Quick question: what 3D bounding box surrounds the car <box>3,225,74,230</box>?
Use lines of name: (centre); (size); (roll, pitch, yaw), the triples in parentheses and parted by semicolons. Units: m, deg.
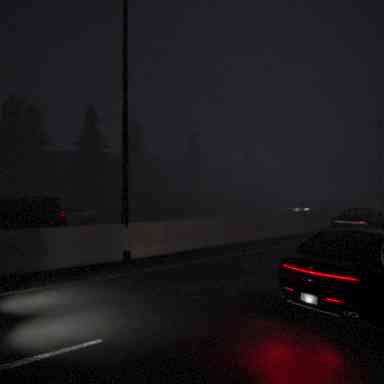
car: (-8.640, 1.228, 15.156); (5.566, 2.045, 2.150); (0, 0, -38)

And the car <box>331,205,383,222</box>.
car: (8.369, 1.523, 16.029); (2.128, 1.511, 4.902); (0, 0, 45)

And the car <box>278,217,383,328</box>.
car: (3.807, 1.519, 7.060); (4.892, 1.490, 1.837); (0, 0, -40)

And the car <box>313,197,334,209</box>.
car: (18.756, 1.563, 47.294); (1.882, 1.535, 5.008); (0, 0, 33)

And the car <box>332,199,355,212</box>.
car: (18.598, 1.603, 40.687); (1.812, 1.442, 4.674); (0, 0, 33)
